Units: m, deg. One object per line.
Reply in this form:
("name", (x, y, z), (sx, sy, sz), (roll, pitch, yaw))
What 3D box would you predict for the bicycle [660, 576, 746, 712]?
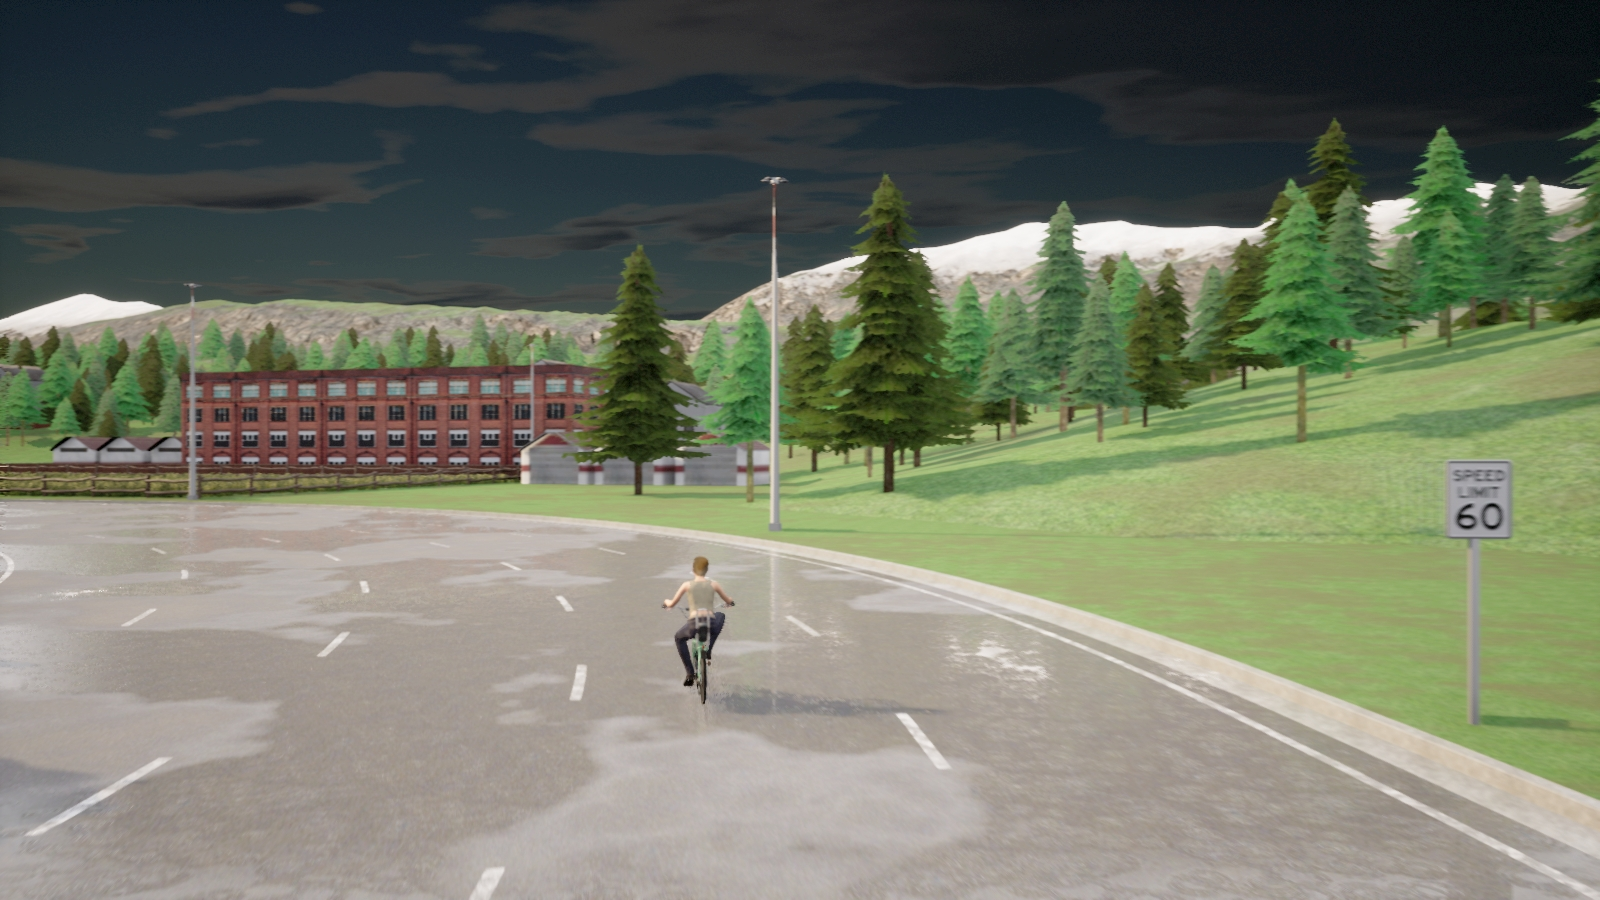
("bicycle", (-1.135, 2.164, 13.042), (0.859, 1.276, 1.487), (-1, 0, -9))
